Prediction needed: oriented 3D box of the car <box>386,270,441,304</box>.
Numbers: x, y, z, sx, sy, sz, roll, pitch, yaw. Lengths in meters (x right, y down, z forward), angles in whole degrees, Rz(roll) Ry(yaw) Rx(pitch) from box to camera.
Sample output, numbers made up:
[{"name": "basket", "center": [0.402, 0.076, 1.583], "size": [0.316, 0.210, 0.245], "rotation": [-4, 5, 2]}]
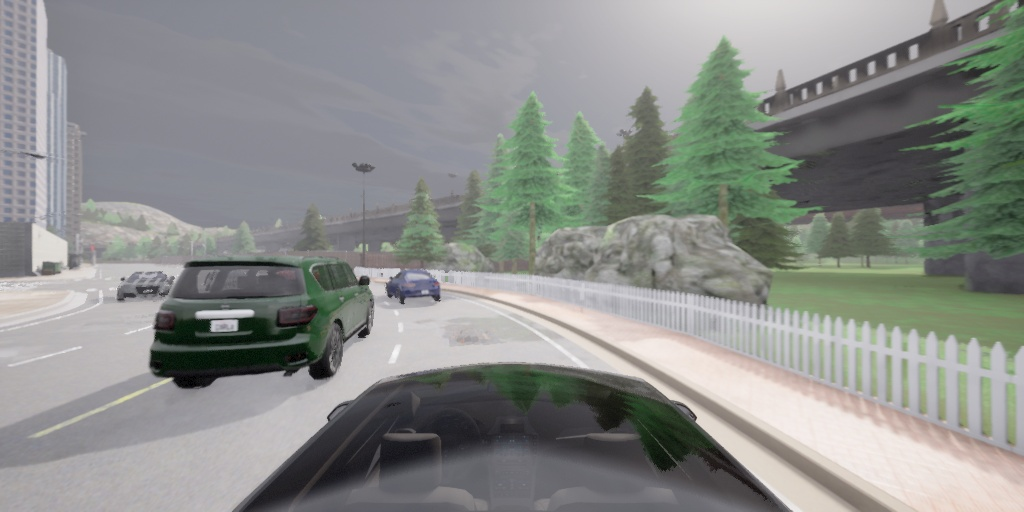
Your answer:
[{"name": "car", "center": [-4.815, 1.394, 17.346], "size": [1.812, 1.442, 4.674], "rotation": [0, 0, -29]}]

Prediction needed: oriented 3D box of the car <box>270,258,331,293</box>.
[{"name": "car", "center": [-14.138, 1.169, 23.828], "size": [5.566, 2.045, 2.150], "rotation": [-1, -1, 45]}]

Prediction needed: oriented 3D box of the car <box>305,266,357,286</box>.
[{"name": "car", "center": [-14.725, 1.530, 29.028], "size": [5.357, 1.411, 2.033], "rotation": [-1, -1, 43]}]

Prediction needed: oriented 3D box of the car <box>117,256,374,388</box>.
[{"name": "car", "center": [-4.328, 1.025, 7.313], "size": [2.150, 2.045, 5.566], "rotation": [0, 0, -12]}]

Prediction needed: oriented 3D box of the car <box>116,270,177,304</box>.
[{"name": "car", "center": [-18.671, 1.499, 18.392], "size": [4.181, 1.385, 1.994], "rotation": [-1, -1, 45]}]
